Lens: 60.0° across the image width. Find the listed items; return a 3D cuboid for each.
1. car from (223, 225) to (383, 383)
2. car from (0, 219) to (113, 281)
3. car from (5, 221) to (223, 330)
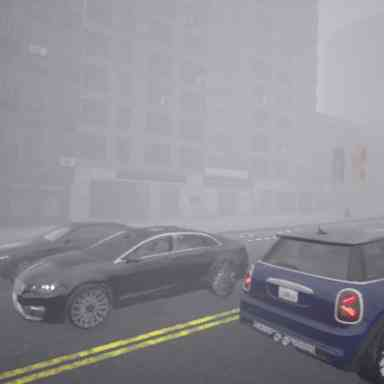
[{"bbox_3d":[2.981,1.359,5.567,4.553,1.767,2.097,0,0,-35],"label":"car"},{"bbox_3d":[-3.154,1.531,9.419,4.674,1.442,1.812,0,0,-35],"label":"car"},{"bbox_3d":[-0.963,1.496,6.990,4.902,1.511,2.128,0,0,-35],"label":"car"}]
